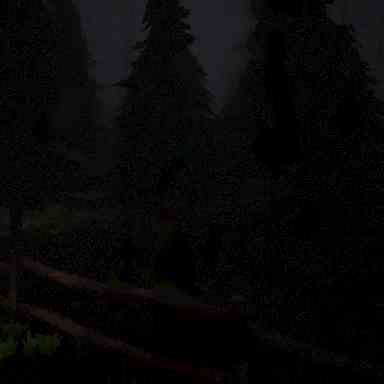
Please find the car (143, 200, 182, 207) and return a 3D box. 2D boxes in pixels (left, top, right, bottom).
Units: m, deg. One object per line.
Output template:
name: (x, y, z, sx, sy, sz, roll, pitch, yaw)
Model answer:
car: (-3.409, 1.248, 37.093, 5.566, 2.045, 2.150, 0, 0, -13)
